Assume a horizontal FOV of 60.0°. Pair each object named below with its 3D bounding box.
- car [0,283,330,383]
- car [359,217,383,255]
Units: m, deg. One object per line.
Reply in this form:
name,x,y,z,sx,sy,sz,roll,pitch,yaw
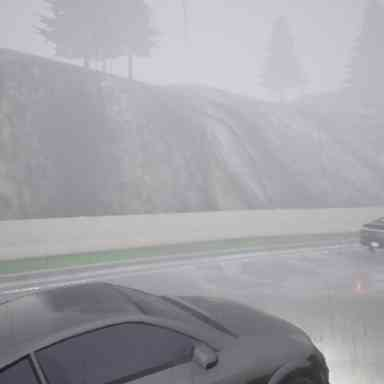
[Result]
car,-0.721,1.558,2.870,4.181,1.385,1.994,0,0,-34
car,8.013,1.413,11.289,4.902,1.511,2.128,0,0,-20
